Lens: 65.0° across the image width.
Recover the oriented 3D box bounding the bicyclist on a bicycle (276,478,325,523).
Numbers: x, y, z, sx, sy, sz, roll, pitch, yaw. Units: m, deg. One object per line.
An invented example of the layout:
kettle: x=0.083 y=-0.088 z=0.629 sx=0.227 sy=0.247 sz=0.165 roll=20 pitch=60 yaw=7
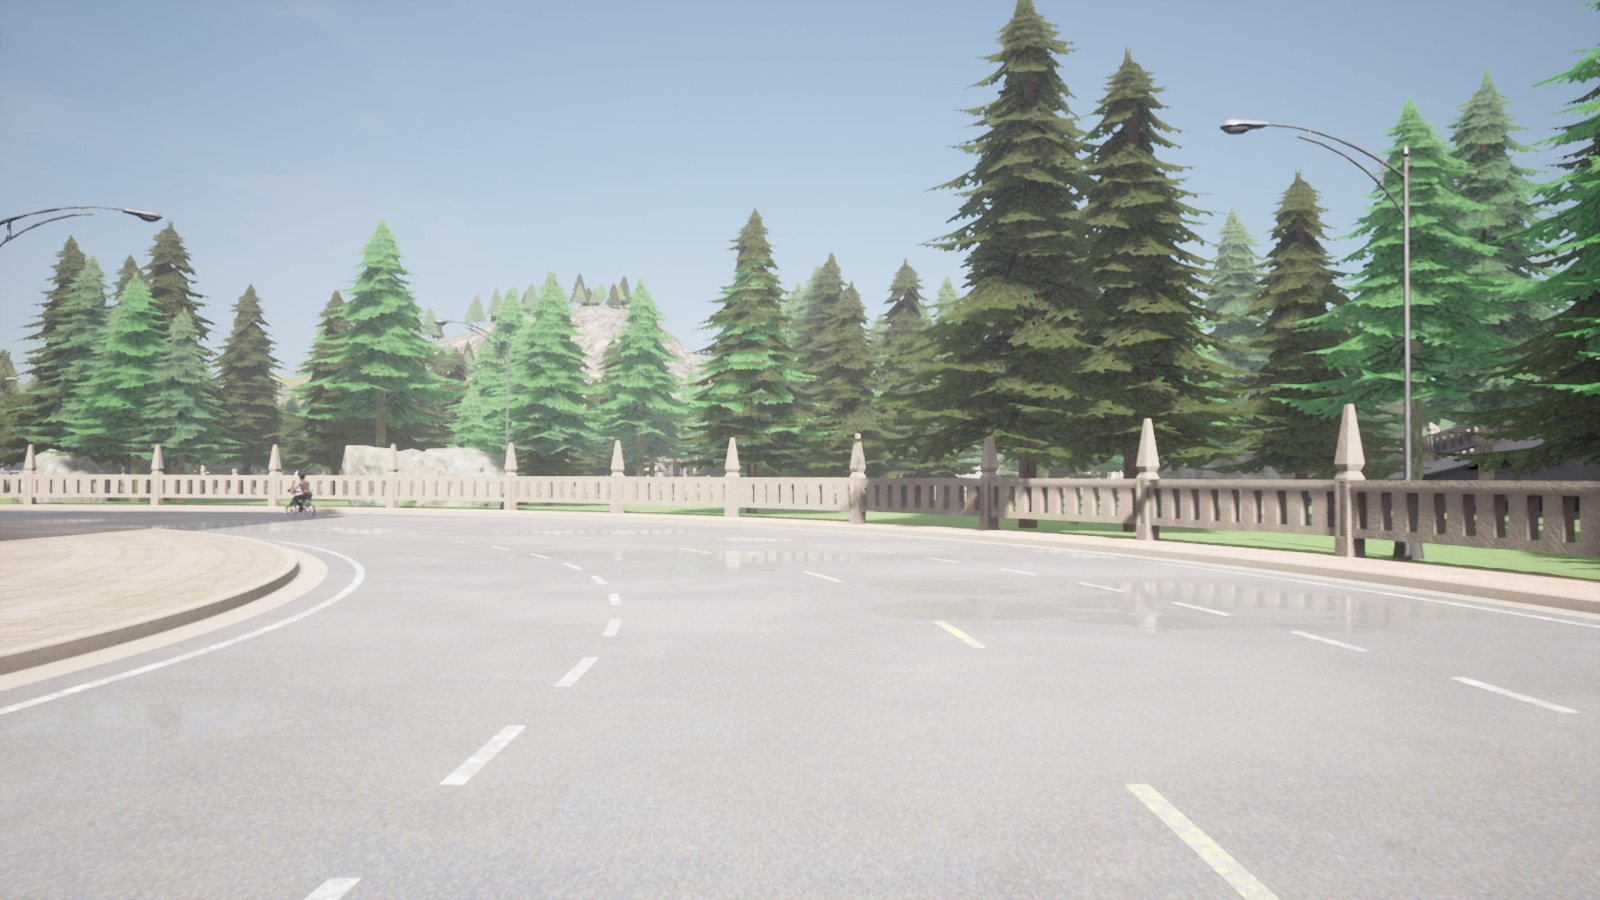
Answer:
bicyclist on a bicycle: x=-18.077 y=1.824 z=45.450 sx=1.509 sy=1.612 sz=0.866 roll=-1 pitch=-1 yaw=28
